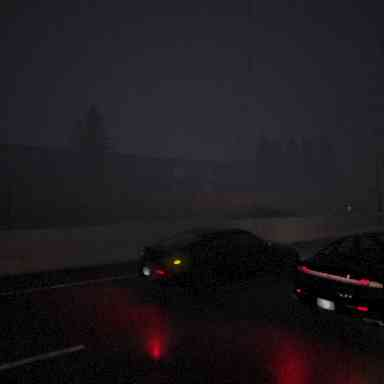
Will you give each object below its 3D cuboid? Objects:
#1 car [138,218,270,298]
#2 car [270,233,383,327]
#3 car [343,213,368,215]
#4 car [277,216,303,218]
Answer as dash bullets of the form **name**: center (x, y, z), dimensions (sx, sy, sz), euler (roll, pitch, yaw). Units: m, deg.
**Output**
- **car**: center (0.879, 1.605, 8.673), dimensions (4.674, 1.442, 1.812), euler (1, -1, -36)
- **car**: center (4.088, 1.591, 6.663), dimensions (4.902, 1.511, 2.128), euler (1, -1, -35)
- **car**: center (18.770, 1.883, 39.301), dimensions (4.553, 1.767, 2.097), euler (1, 0, -37)
- **car**: center (4.613, 1.763, 20.175), dimensions (5.357, 1.411, 2.033), euler (1, -1, -35)
